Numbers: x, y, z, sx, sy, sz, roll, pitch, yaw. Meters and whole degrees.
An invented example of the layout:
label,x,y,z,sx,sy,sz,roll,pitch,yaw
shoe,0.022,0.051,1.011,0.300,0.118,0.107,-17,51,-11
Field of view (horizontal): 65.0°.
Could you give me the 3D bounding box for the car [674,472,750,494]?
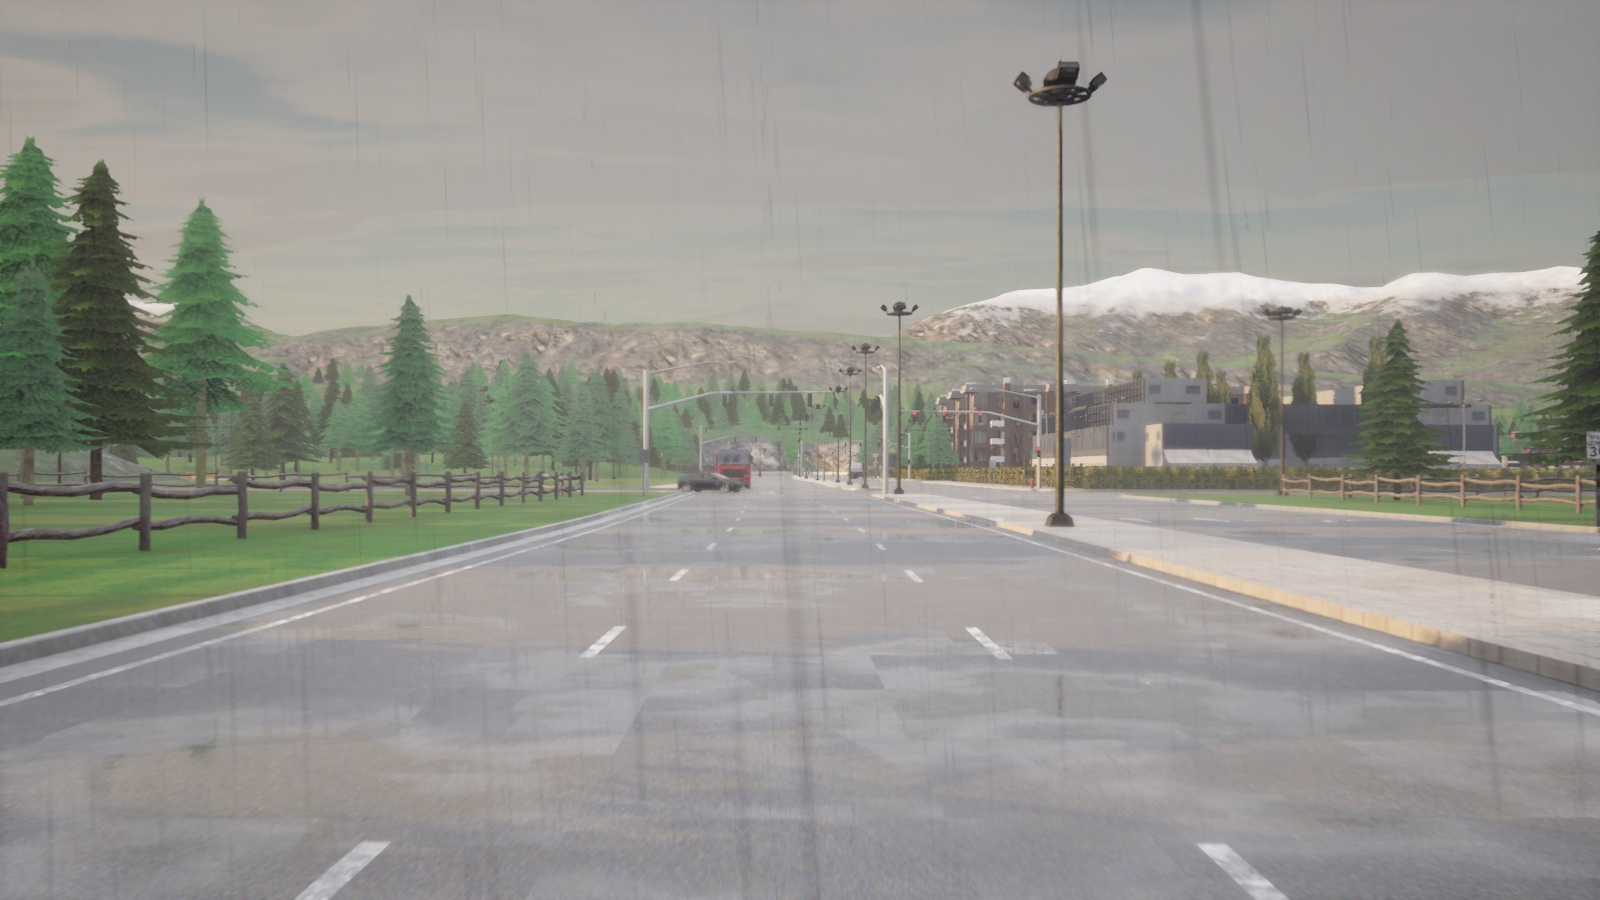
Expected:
label,x,y,z,sx,sy,sz,roll,pitch,yaw
car,-6.140,2.305,87.584,4.792,1.488,2.163,-1,-1,22
